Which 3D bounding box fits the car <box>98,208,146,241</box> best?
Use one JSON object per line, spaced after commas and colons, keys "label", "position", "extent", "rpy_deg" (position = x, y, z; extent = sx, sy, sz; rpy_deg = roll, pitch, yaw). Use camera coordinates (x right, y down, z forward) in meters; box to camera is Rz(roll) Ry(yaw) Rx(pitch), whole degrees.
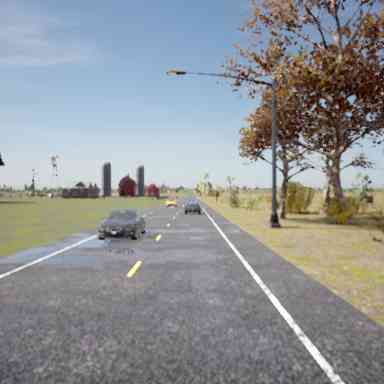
{"label": "car", "position": [-3.595, 1.657, 17.775], "extent": [1.837, 1.490, 4.892], "rpy_deg": [0, 0, 0]}

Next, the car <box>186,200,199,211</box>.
{"label": "car", "position": [0.094, 1.940, 49.470], "extent": [1.812, 1.442, 4.674], "rpy_deg": [0, 0, -1]}

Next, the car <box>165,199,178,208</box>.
{"label": "car", "position": [-3.566, 1.964, 58.420], "extent": [1.882, 1.535, 5.008], "rpy_deg": [0, 0, 0]}

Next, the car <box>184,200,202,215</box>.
{"label": "car", "position": [0.103, 1.820, 39.072], "extent": [2.128, 1.511, 4.902], "rpy_deg": [0, 0, 0]}
